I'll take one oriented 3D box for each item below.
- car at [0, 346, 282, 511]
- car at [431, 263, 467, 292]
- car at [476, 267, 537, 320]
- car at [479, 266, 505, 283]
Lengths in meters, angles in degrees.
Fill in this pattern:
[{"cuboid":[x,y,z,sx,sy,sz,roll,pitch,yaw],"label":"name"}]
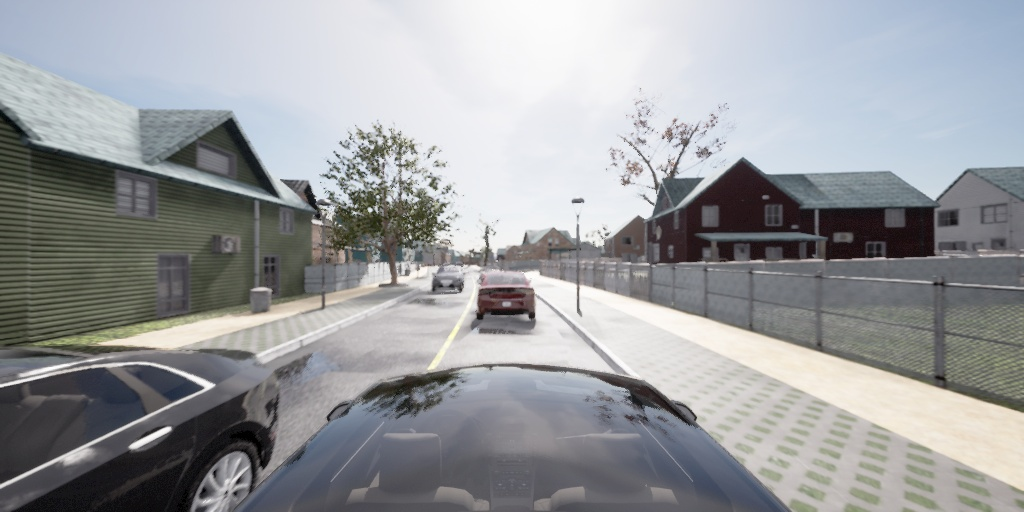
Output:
[{"cuboid":[-2.892,1.257,1.095,1.837,1.490,4.892,0,0,0],"label":"car"},{"cuboid":[-3.843,1.359,22.238,2.128,1.511,4.902,0,-1,-5],"label":"car"},{"cuboid":[-0.266,1.270,12.969,1.882,1.535,5.008,0,0,-3],"label":"car"},{"cuboid":[-1.804,1.559,30.967,1.895,1.301,4.718,0,-1,-7],"label":"car"}]
